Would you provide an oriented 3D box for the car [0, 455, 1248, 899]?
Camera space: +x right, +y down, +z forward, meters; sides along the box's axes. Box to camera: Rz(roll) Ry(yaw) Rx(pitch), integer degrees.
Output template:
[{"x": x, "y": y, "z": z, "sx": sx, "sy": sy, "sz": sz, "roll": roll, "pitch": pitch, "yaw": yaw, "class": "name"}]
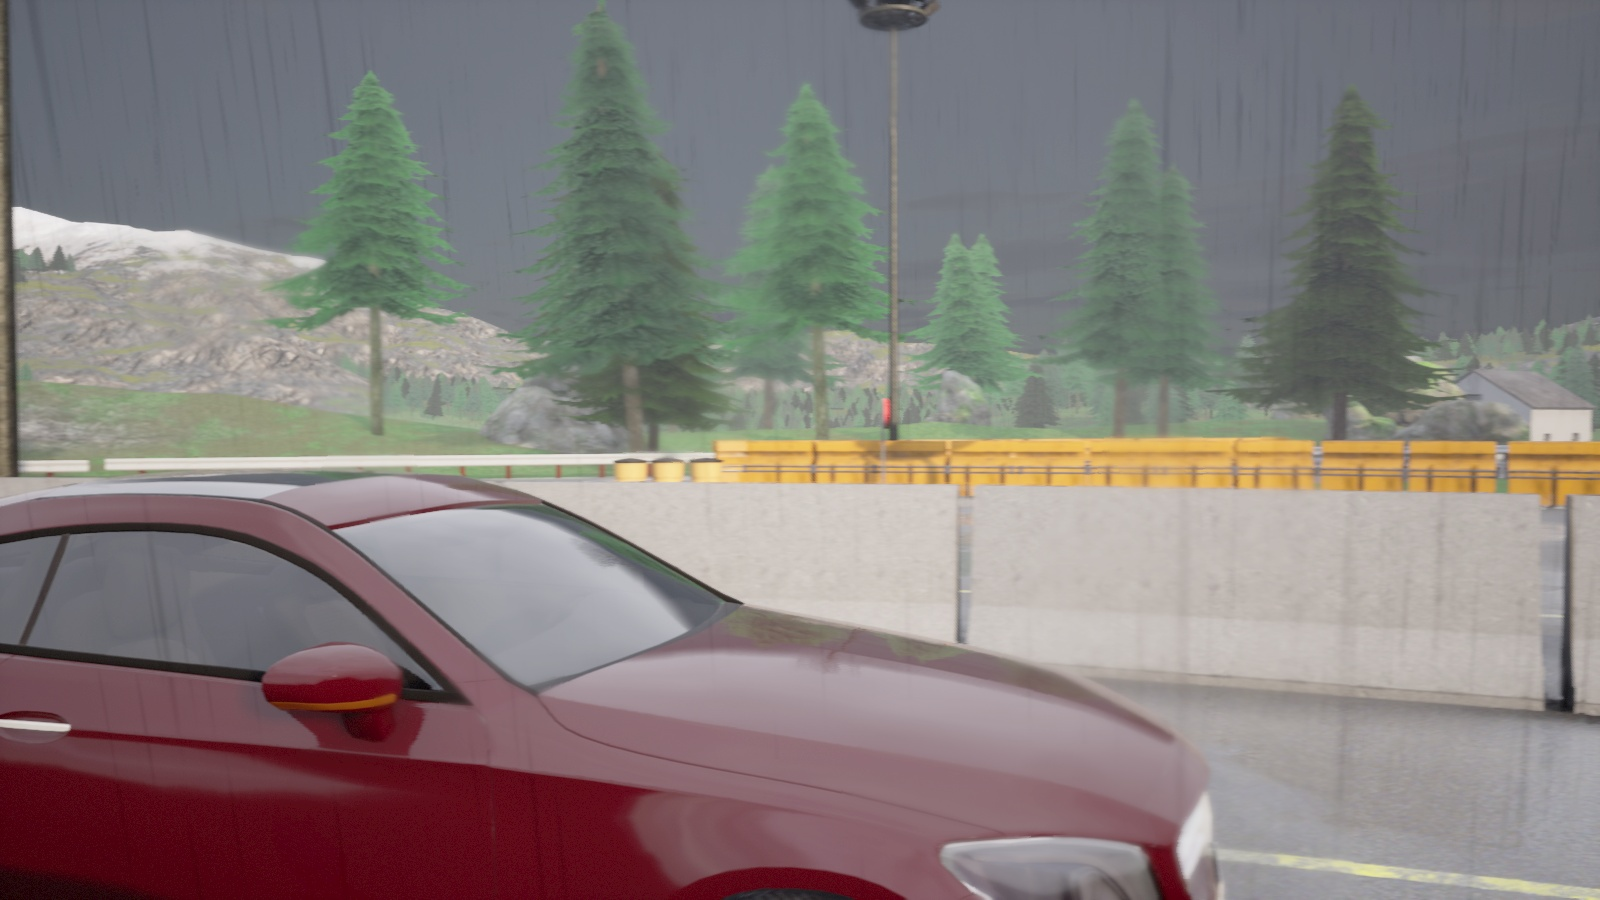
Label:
[{"x": -1.260, "y": 0.778, "z": 3.618, "sx": 4.674, "sy": 1.442, "sz": 1.812, "roll": 1, "pitch": 1, "yaw": 16, "class": "car"}]
